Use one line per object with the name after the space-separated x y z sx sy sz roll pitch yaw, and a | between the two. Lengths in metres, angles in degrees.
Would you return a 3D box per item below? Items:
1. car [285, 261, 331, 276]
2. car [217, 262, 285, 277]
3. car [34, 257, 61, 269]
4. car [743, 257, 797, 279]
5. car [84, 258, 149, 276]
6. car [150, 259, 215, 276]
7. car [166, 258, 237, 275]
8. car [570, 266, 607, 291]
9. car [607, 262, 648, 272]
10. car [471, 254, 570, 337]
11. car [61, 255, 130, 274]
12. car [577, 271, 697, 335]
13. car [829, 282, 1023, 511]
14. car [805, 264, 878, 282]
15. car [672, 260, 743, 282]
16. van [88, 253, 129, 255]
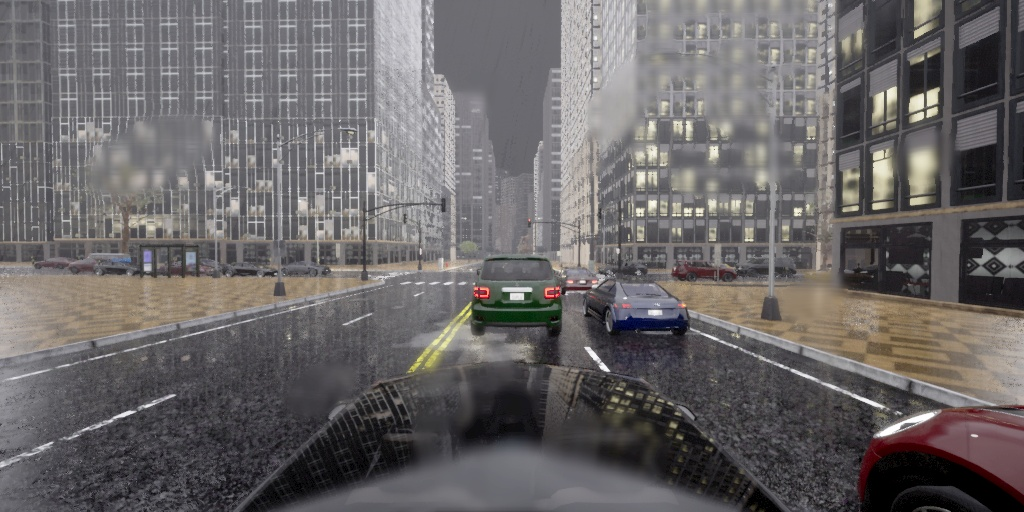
-19.401 1.156 33.771 4.181 1.385 1.994 1 1 1 | car
-22.673 1.172 31.137 4.313 1.339 1.948 0 0 1 | car
-50.893 0.791 40.275 4.207 1.307 1.802 0 0 1 | car
25.391 1.163 36.136 5.566 2.045 2.150 1 1 1 | car
-34.037 1.068 31.466 4.313 1.339 1.948 0 0 1 | car
-28.357 1.137 31.282 4.207 1.307 1.802 0 0 1 | car
-29.370 0.993 33.993 4.902 1.511 2.128 1 1 1 | car
3.388 1.287 19.740 2.033 1.411 5.357 0 0 0 | car
11.249 1.316 36.593 4.892 1.490 1.837 1 1 4 | car
0.117 0.967 10.405 2.150 2.045 5.566 0 0 0 | car
-39.442 0.936 34.224 4.674 1.442 1.812 1 1 2 | car
3.374 1.309 10.498 1.994 1.385 4.181 0 0 -1 | car
3.344 1.103 0.454 2.097 1.767 4.553 0 0 0 | car
27.698 1.577 30.313 4.829 1.417 1.751 0 0 1 | car
16.251 1.268 30.533 5.009 1.841 2.192 0 0 1 | car
-45.211 0.603 40.149 3.998 1.789 1.690 0 0 1 | van
